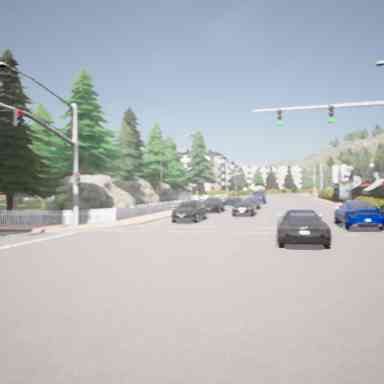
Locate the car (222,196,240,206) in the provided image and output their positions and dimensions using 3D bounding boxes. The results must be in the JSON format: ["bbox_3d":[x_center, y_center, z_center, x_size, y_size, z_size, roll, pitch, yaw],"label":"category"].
[{"bbox_3d":[5.717,1.250,47.770,1.994,1.385,4.181,-1,0,15],"label":"car"}]

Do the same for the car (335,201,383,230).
[{"bbox_3d":[9.494,1.255,19.196,1.882,1.535,5.008,-1,0,14],"label":"car"}]

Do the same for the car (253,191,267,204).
[{"bbox_3d":[10.583,0.810,52.578,2.150,2.045,5.566,-1,0,15],"label":"car"}]

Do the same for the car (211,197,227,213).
[{"bbox_3d":[2.172,1.289,33.846,1.882,1.535,5.008,-1,0,14],"label":"car"}]

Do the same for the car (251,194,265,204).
[{"bbox_3d":[7.056,1.259,38.805,2.033,1.411,5.357,-1,0,14],"label":"car"}]

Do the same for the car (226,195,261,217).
[{"bbox_3d":[4.655,1.289,29.353,2.128,1.511,4.902,-1,0,14],"label":"car"}]

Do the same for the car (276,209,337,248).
[{"bbox_3d":[4.587,1.422,14.046,1.994,1.385,4.181,-1,0,14],"label":"car"}]

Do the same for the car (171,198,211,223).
[{"bbox_3d":[-0.136,1.399,24.720,1.837,1.490,4.892,-1,0,14],"label":"car"}]
